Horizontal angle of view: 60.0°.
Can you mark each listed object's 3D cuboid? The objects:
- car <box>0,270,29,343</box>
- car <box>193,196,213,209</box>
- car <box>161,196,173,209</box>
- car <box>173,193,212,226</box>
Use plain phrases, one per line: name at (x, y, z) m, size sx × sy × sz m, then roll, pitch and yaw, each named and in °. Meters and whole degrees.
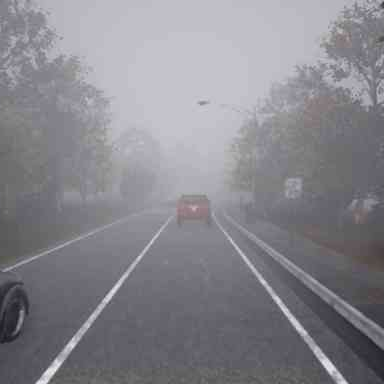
car at (-3.591, 1.546, 3.612) m, size 1.994 × 1.385 × 4.181 m, roll 0°, pitch 0°, yaw 0°
car at (1.463, 1.295, 42.114) m, size 2.128 × 1.511 × 4.902 m, roll 1°, pitch 0°, yaw 7°
car at (-2.489, 1.252, 40.324) m, size 1.882 × 1.535 × 5.008 m, roll 0°, pitch 0°, yaw 7°
car at (0.140, 1.105, 22.597) m, size 2.150 × 2.045 × 5.566 m, roll 0°, pitch 0°, yaw 1°
